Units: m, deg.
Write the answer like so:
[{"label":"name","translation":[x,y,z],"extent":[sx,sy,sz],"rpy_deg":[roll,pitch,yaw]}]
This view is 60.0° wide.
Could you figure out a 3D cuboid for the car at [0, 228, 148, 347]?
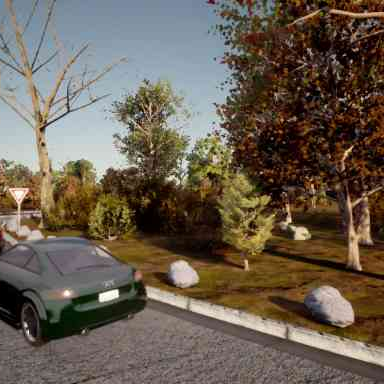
[{"label":"car","translation":[-2.777,1.578,6.462],"extent":[4.181,1.385,1.994],"rpy_deg":[0,0,42]}]

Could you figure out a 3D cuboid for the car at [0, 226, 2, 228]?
[{"label":"car","translation":[-8.888,1.455,12.995],"extent":[2.097,1.767,4.553],"rpy_deg":[0,-1,-40]}]
